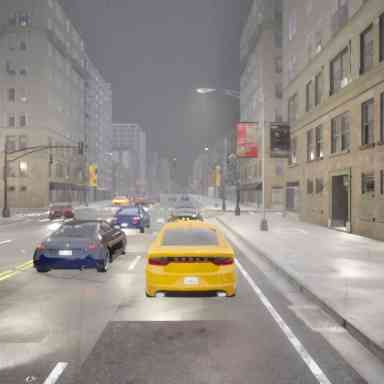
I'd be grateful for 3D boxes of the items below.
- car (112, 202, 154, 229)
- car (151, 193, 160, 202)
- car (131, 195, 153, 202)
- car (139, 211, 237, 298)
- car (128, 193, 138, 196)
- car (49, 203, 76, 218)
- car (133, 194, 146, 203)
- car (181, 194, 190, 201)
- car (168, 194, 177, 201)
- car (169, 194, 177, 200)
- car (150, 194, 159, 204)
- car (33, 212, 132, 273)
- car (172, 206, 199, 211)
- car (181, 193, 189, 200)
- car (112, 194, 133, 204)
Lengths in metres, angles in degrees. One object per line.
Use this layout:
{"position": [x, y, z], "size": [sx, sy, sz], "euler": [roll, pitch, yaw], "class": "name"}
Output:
{"position": [-3.535, 1.528, 19.464], "size": [1.812, 1.442, 4.674], "euler": [0, 0, -1], "class": "car"}
{"position": [-7.980, 1.241, 71.208], "size": [2.150, 2.045, 5.566], "euler": [0, 0, -1], "class": "car"}
{"position": [-7.646, 1.614, 51.090], "size": [1.895, 1.301, 4.718], "euler": [0, 0, -1], "class": "car"}
{"position": [-0.054, 1.478, 8.584], "size": [1.882, 1.535, 5.008], "euler": [0, 0, -1], "class": "car"}
{"position": [-11.075, 1.237, 61.063], "size": [2.150, 2.045, 5.566], "euler": [0, 0, -1], "class": "car"}
{"position": [-10.640, 1.598, 27.507], "size": [1.895, 1.301, 4.718], "euler": [0, 0, -21], "class": "car"}
{"position": [-11.227, 1.371, 71.052], "size": [2.097, 1.767, 4.553], "euler": [0, 0, -1], "class": "car"}
{"position": [-1.677, 1.367, 80.625], "size": [2.097, 1.767, 4.553], "euler": [0, 0, -1], "class": "car"}
{"position": [-4.962, 1.567, 82.205], "size": [1.994, 1.385, 4.181], "euler": [0, 0, -1], "class": "car"}
{"position": [-5.164, 1.369, 91.804], "size": [2.097, 1.767, 4.553], "euler": [0, 0, -1], "class": "car"}
{"position": [-7.816, 1.563, 60.733], "size": [2.033, 1.411, 5.357], "euler": [0, 0, -1], "class": "car"}
{"position": [-3.356, 1.564, 10.722], "size": [1.994, 1.385, 4.181], "euler": [0, 0, -1], "class": "car"}
{"position": [-0.354, 1.507, 18.065], "size": [1.837, 1.490, 4.892], "euler": [0, 0, -1], "class": "car"}
{"position": [-1.889, 1.237, 90.626], "size": [2.097, 1.767, 4.553], "euler": [0, 0, -1], "class": "car"}
{"position": [-10.899, 1.491, 51.128], "size": [1.882, 1.535, 5.008], "euler": [0, 0, -1], "class": "car"}
